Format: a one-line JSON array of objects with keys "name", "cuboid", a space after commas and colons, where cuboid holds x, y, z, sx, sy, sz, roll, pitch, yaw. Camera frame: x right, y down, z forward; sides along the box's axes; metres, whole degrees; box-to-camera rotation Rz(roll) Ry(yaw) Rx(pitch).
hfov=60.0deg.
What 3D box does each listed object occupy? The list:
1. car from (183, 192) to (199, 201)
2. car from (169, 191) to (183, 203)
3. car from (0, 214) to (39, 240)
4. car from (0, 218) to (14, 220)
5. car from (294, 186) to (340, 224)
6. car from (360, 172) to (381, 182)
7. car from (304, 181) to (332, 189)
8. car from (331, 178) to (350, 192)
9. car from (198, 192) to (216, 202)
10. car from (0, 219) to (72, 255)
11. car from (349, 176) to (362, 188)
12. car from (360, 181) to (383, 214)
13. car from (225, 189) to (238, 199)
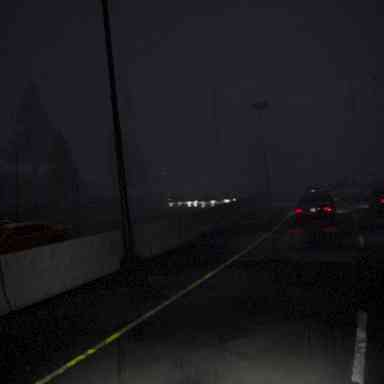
[{"name": "car", "cuboid": [0.297, 0.829, 59.704, 2.128, 1.511, 4.902, -5, 1, 9]}, {"name": "car", "cuboid": [-2.839, 0.830, 62.347, 2.150, 2.045, 5.566, -5, 1, 7]}, {"name": "car", "cuboid": [-13.810, 2.617, 23.522, 2.033, 1.411, 5.357, -5, 1, 24]}, {"name": "car", "cuboid": [-11.863, 2.451, 19.537, 1.812, 1.442, 4.674, -5, 1, 26]}, {"name": "car", "cuboid": [6.469, 0.739, 17.316, 2.033, 1.411, 5.357, -5, 1, 24]}, {"name": "car", "cuboid": [27.896, -2.019, 52.824, 2.150, 2.045, 5.566, -5, 1, 8]}, {"name": "car", "cuboid": [12.426, -0.058, 33.539, 2.128, 1.511, 4.902, -5, 1, 17]}, {"name": "car", "cuboid": [18.822, -0.798, 43.968, 1.882, 1.535, 5.008, -5, 1, 12]}, {"name": "car", "cuboid": [2.750, 0.694, 53.174, 1.812, 1.442, 4.674, -5, 1, 11]}, {"name": "car", "cuboid": [-7.186, 2.021, 13.292, 1.882, 1.535, 5.008, -5, 1, 27]}, {"name": "car", "cuboid": [23.774, -1.318, 50.886, 1.837, 1.490, 4.892, -4, 1, 9]}, {"name": "car", "cuboid": [10.786, 0.316, 18.149, 2.033, 1.411, 5.357, -5, 1, 21]}, {"name": "car", "cuboid": [6.332, 0.314, 53.374, 2.128, 1.511, 4.902, -5, 1, 11]}]
